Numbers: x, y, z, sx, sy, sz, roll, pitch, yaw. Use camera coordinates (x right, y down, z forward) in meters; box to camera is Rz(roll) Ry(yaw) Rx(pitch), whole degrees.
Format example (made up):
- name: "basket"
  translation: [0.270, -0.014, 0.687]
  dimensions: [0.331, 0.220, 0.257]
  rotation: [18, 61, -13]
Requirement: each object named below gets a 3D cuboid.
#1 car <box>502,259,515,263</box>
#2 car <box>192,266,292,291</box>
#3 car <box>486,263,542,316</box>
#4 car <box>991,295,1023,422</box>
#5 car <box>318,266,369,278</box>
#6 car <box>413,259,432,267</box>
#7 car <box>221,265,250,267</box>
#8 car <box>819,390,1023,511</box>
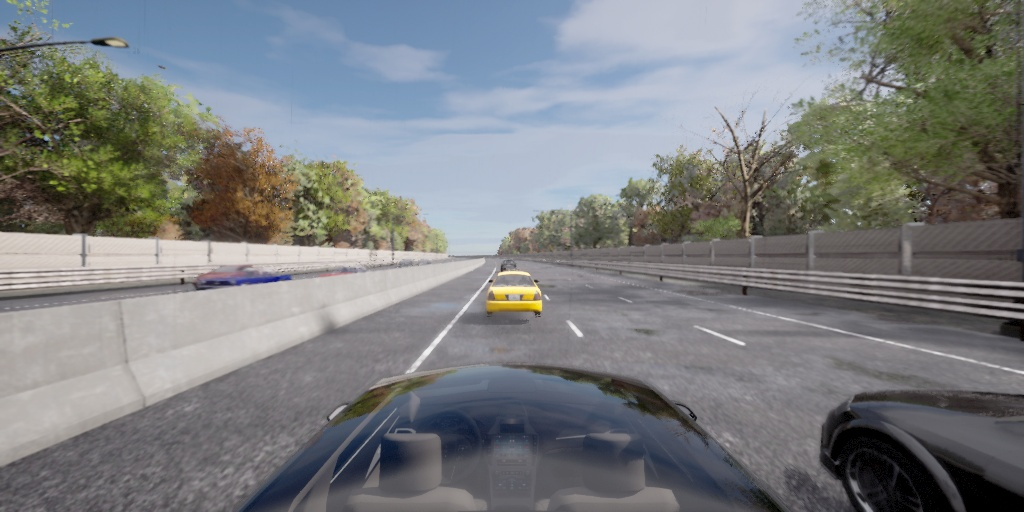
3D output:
- name: "car"
  translation: [-0.441, 1.196, 44.530]
  dimensions: [2.033, 1.649, 4.856]
  rotation: [0, 0, -1]
- name: "car"
  translation: [-14.203, 1.358, 19.439]
  dimensions: [1.895, 1.301, 4.718]
  rotation: [0, 0, -1]
- name: "car"
  translation: [0.049, 1.211, 13.236]
  dimensions: [1.801, 1.575, 5.366]
  rotation: [0, 0, 0]
- name: "car"
  translation: [7.093, 1.253, 2.176]
  dimensions: [1.837, 1.490, 4.892]
  rotation: [0, 0, 0]
- name: "car"
  translation: [-10.751, 1.359, 23.607]
  dimensions: [1.895, 1.301, 4.718]
  rotation: [0, 0, -1]
- name: "car"
  translation: [-15.087, 1.261, 62.131]
  dimensions: [2.128, 1.511, 4.902]
  rotation: [0, 0, -1]
- name: "car"
  translation: [-17.743, 1.284, 22.877]
  dimensions: [1.812, 1.442, 4.674]
  rotation: [0, 0, -1]
- name: "car"
  translation: [3.592, 1.313, 1.282]
  dimensions: [1.994, 1.385, 4.181]
  rotation: [0, 0, 0]
